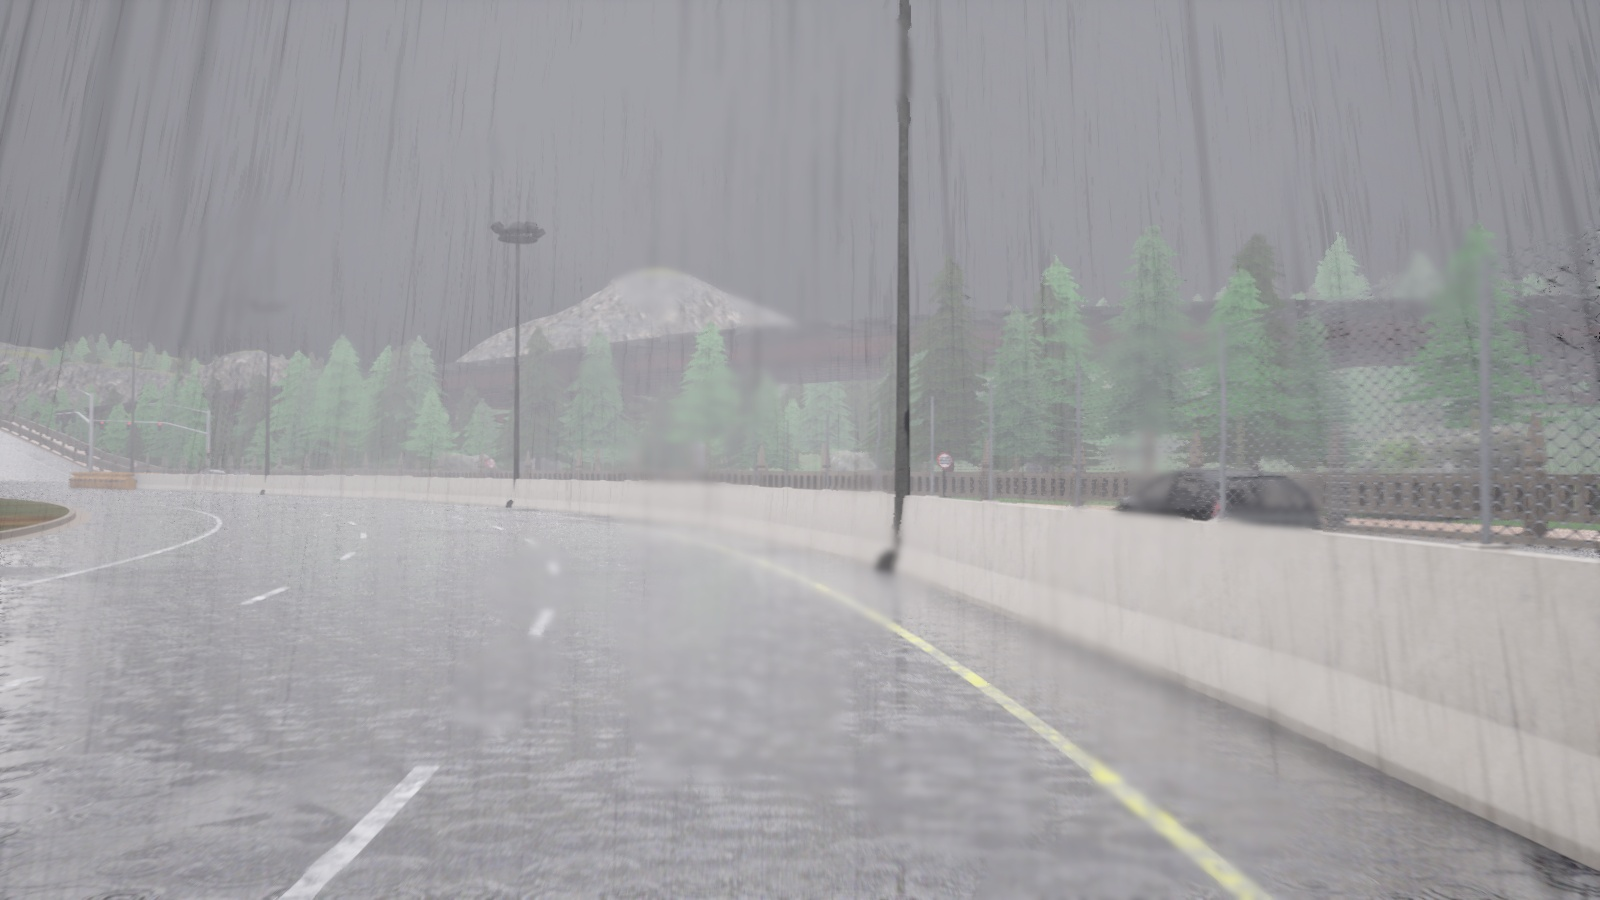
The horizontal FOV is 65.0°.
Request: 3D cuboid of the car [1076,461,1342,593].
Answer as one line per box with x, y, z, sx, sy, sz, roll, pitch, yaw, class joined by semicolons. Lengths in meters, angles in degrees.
5.510;0.982;17.507;1.851;1.617;3.988;0;-1;-10;car
